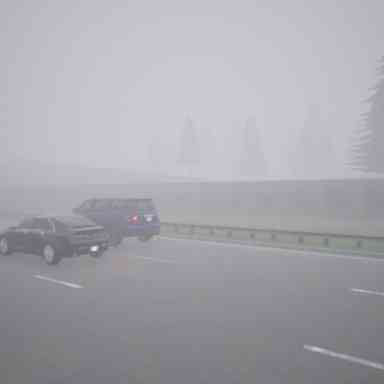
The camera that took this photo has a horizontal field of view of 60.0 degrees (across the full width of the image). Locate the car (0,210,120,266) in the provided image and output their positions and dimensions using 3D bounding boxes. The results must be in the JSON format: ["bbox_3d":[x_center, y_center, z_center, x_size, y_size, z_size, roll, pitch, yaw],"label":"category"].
[{"bbox_3d":[-5.003,1.539,11.800,4.892,1.490,1.837,-1,0,36],"label":"car"}]

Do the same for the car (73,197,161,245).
[{"bbox_3d":[-3.975,1.256,15.387,5.566,2.045,2.150,-1,-1,35],"label":"car"}]
